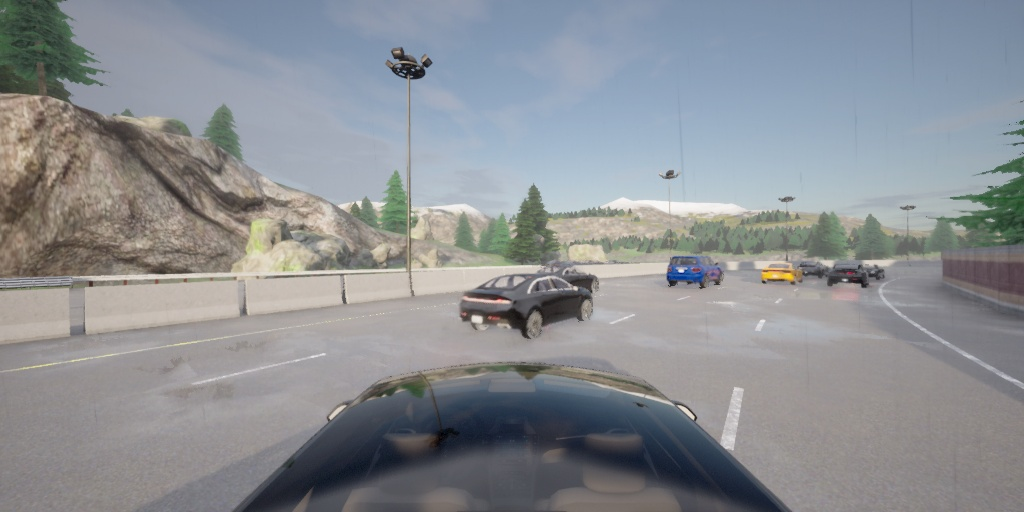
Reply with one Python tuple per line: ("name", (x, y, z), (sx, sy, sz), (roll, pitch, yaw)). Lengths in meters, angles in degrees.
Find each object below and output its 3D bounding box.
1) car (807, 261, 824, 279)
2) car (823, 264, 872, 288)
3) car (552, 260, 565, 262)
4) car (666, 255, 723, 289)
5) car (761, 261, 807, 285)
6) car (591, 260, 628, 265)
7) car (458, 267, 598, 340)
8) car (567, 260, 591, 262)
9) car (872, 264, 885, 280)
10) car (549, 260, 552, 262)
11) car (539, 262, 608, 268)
("car", (27.792, 1.241, 33.090), (4.902, 1.511, 2.128), (0, 0, -39))
("car", (22.524, 1.255, 23.984), (4.892, 1.490, 1.837), (0, 0, -43))
("car", (8.452, 1.298, 49.199), (5.357, 1.411, 2.033), (0, 0, -40))
("car", (12.070, 0.973, 23.595), (2.150, 2.045, 5.566), (0, 0, 44))
("car", (19.821, 1.228, 26.246), (5.008, 1.535, 1.882), (0, 0, -43))
("car", (12.159, 1.242, 43.142), (4.902, 1.511, 2.128), (0, 0, -41))
("car", (0.640, 1.240, 10.150), (2.128, 1.511, 4.902), (0, 0, 37))
("car", (9.732, 1.242, 45.667), (4.902, 1.511, 2.128), (0, 0, -41))
("car", (30.485, 1.351, 30.789), (4.718, 1.301, 1.895), (0, 0, -39))
("car", (6.352, 1.298, 52.009), (5.357, 1.411, 2.033), (0, 0, -40))
("car", (2.725, 1.241, 18.424), (2.128, 1.511, 4.902), (0, 0, 40))
